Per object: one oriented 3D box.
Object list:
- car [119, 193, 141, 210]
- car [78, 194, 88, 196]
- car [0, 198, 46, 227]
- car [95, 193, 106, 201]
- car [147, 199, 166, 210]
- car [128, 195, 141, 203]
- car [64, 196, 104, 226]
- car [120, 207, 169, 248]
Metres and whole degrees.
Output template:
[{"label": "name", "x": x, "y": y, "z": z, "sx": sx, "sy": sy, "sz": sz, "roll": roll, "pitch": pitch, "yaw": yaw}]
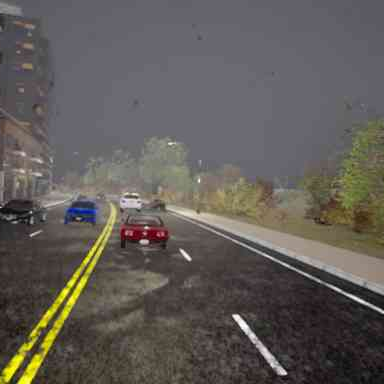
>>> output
[{"label": "car", "x": -6.994, "y": 1.170, "z": 37.482, "sx": 2.150, "sy": 2.045, "sz": 5.566, "roll": 3, "pitch": 0, "yaw": -13}, {"label": "car", "x": -21.178, "y": 1.000, "z": 64.770, "sx": 1.895, "sy": 1.301, "sz": 4.718, "roll": 3, "pitch": 0, "yaw": -16}, {"label": "car", "x": -9.990, "y": 1.159, "z": 19.689, "sx": 1.837, "sy": 1.490, "sz": 4.892, "roll": 3, "pitch": -1, "yaw": -11}, {"label": "car", "x": -18.084, "y": 0.921, "z": 65.794, "sx": 2.097, "sy": 1.767, "sz": 4.553, "roll": 3, "pitch": 0, "yaw": -16}, {"label": "car", "x": -4.317, "y": 1.608, "z": 40.119, "sx": 1.837, "sy": 1.490, "sz": 4.892, "roll": 3, "pitch": -1, "yaw": -14}, {"label": "car", "x": -11.646, "y": 1.401, "z": 66.901, "sx": 1.882, "sy": 1.535, "sz": 5.008, "roll": 3, "pitch": 0, "yaw": -17}, {"label": "car", "x": -7.152, "y": 1.295, "z": 22.040, "sx": 1.882, "sy": 1.535, "sz": 5.008, "roll": 3, "pitch": -1, "yaw": -11}, {"label": "car", "x": -2.219, "y": 1.611, "z": 14.888, "sx": 1.895, "sy": 1.301, "sz": 4.718, "roll": 3, "pitch": 0, "yaw": -11}]
